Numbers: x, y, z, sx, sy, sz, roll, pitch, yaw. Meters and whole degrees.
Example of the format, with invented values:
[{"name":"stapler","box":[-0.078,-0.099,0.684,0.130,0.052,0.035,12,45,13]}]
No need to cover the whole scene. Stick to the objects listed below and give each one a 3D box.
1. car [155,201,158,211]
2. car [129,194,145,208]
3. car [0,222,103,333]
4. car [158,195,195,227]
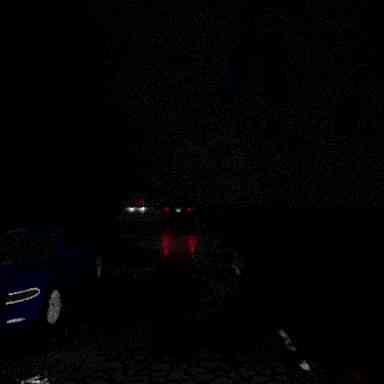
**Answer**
[{"name":"car","box":[-3.599,1.523,42.483,1.882,1.535,5.008,0,0,-9]},{"name":"car","box":[-8.453,1.307,51.320,2.150,2.045,5.566,0,-1,-11]},{"name":"car","box":[-3.283,1.484,7.143,1.882,1.535,5.008,0,0,-2]},{"name":"car","box":[-1.066,1.242,23.130,2.150,2.045,5.566,0,0,-5]}]
